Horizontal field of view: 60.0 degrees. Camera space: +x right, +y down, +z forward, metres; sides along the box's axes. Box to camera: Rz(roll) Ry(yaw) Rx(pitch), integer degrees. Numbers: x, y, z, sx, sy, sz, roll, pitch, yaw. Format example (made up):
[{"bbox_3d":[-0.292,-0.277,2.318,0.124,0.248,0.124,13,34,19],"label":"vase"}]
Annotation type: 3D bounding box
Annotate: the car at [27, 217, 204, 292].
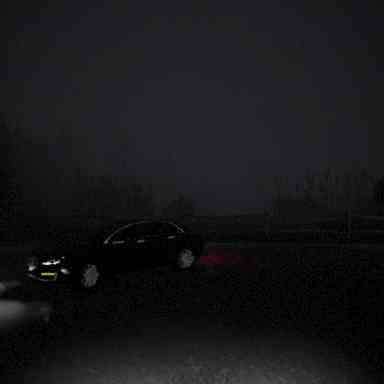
[{"bbox_3d":[-1.826,1.490,9.105,4.892,1.490,1.837,0,-3,-41],"label":"car"}]
